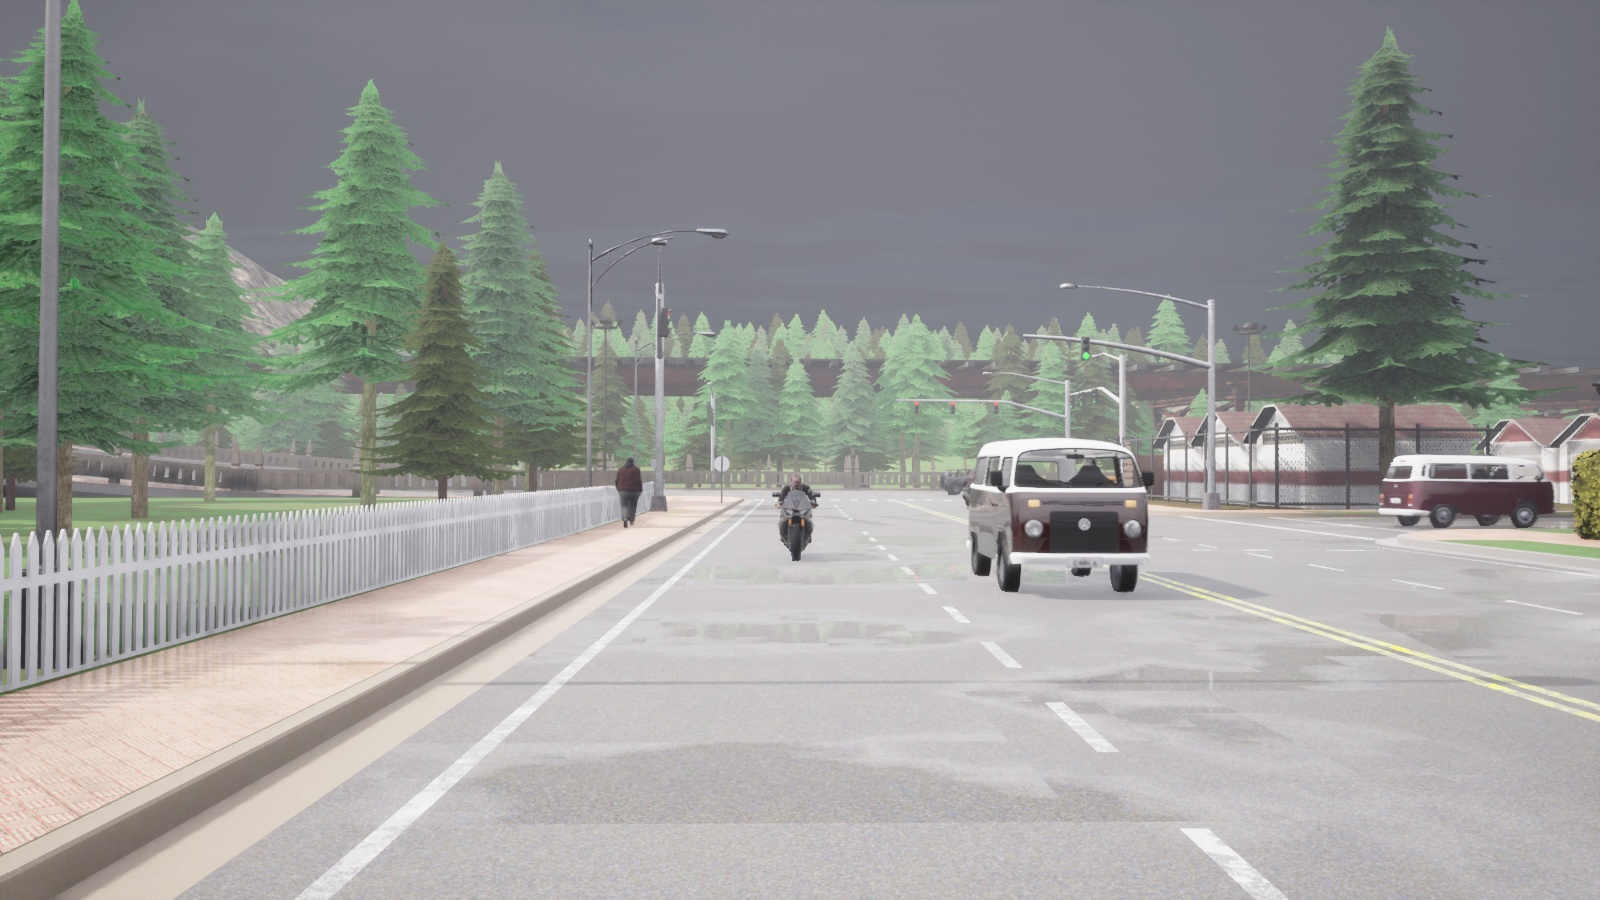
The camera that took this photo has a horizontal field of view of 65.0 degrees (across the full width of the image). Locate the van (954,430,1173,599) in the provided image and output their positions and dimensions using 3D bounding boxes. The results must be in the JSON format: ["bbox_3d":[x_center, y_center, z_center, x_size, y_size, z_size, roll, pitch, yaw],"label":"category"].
[{"bbox_3d":[3.456,0.816,17.392,2.069,2.038,4.480,0,-1,0],"label":"van"}]

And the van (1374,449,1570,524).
[{"bbox_3d":[18.906,1.017,35.436,4.480,2.038,2.069,0,-1,-7],"label":"van"}]

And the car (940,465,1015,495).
[{"bbox_3d":[11.688,1.976,82.905,4.605,1.855,1.932,-1,-1,-2],"label":"car"}]

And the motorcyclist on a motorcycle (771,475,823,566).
[{"bbox_3d":[-0.055,1.225,22.394,0.866,1.530,2.191,0,-1,0],"label":"motorcyclist on a motorcycle"}]

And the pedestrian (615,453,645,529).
[{"bbox_3d":[-4.230,1.013,31.233,0.634,1.844,0.899,0,-1,-2],"label":"pedestrian"}]
